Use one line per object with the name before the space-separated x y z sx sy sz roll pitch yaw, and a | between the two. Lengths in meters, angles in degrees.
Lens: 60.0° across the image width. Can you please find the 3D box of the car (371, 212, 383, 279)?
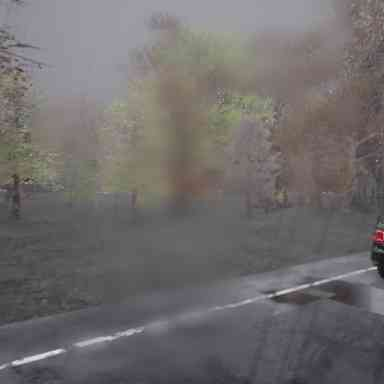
car | 6.878 1.224 8.713 5.566 2.045 2.150 1 -1 -37
